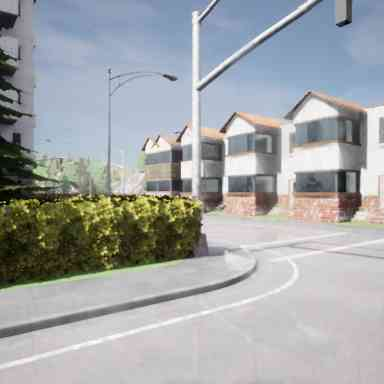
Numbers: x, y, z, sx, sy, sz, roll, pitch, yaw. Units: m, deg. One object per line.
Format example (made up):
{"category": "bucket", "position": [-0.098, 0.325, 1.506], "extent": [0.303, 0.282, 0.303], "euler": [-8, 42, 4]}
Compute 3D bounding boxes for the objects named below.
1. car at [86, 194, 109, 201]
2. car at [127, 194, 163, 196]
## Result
{"category": "car", "position": [-23.012, 1.194, 80.907], "extent": [5.027, 1.636, 2.152], "euler": [0, 0, -37]}
{"category": "car", "position": [-2.297, 1.232, 22.936], "extent": [2.150, 2.045, 5.566], "euler": [0, 0, -36]}
